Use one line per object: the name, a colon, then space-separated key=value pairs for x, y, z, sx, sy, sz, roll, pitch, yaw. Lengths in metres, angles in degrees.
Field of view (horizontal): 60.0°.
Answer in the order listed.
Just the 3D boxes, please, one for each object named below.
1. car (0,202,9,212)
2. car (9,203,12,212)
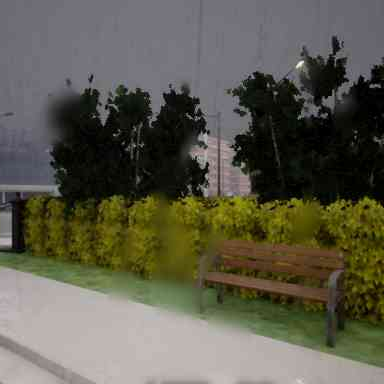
car: x=-19.754 y=1.518 z=37.455 sx=1.994 sy=1.385 sz=4.181 roll=0 pitch=0 yaw=35
car: x=-16.616 y=1.477 z=35.837 sx=1.812 sy=1.442 sz=4.674 roll=0 pitch=0 yaw=35
